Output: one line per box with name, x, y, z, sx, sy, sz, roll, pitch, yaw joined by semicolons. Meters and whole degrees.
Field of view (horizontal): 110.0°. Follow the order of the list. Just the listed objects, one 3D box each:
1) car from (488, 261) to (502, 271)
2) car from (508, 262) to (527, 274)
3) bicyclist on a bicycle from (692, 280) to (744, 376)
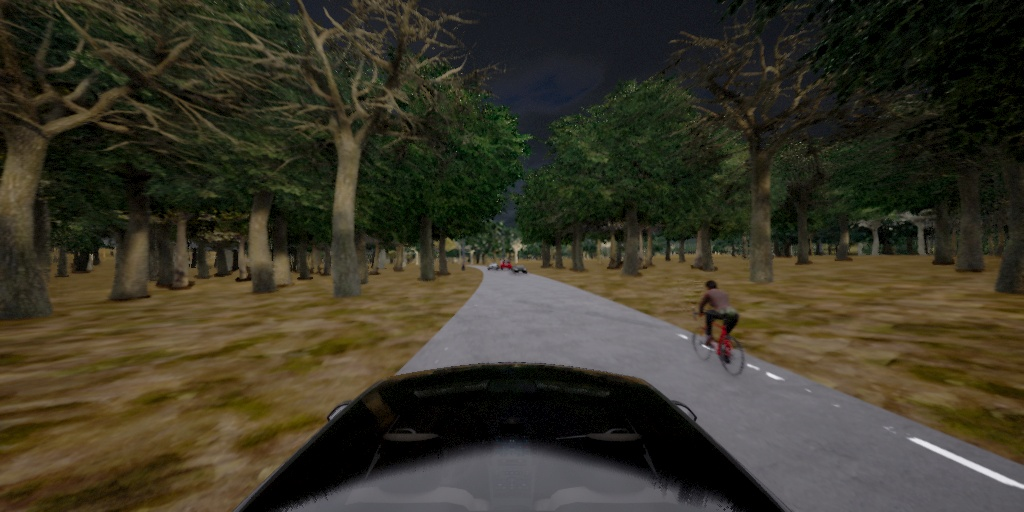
car;-3.280;1.933;63.176;1.812;1.442;4.674;1;-1;-6
car;0.971;1.918;52.117;1.895;1.301;4.718;1;-1;-5
bicyclist on a bicycle;3.814;1.283;6.722;0.582;1.620;1.656;0;-1;0
